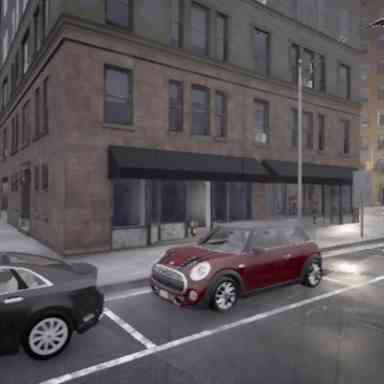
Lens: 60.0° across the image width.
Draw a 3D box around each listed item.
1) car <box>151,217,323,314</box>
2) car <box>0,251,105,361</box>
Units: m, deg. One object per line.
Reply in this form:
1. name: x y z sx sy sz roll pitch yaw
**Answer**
1. car: 1.091 1.423 7.535 4.097 1.590 1.967 0 1 -36
2. car: -3.380 1.552 4.346 4.403 1.369 2.008 0 1 -36
